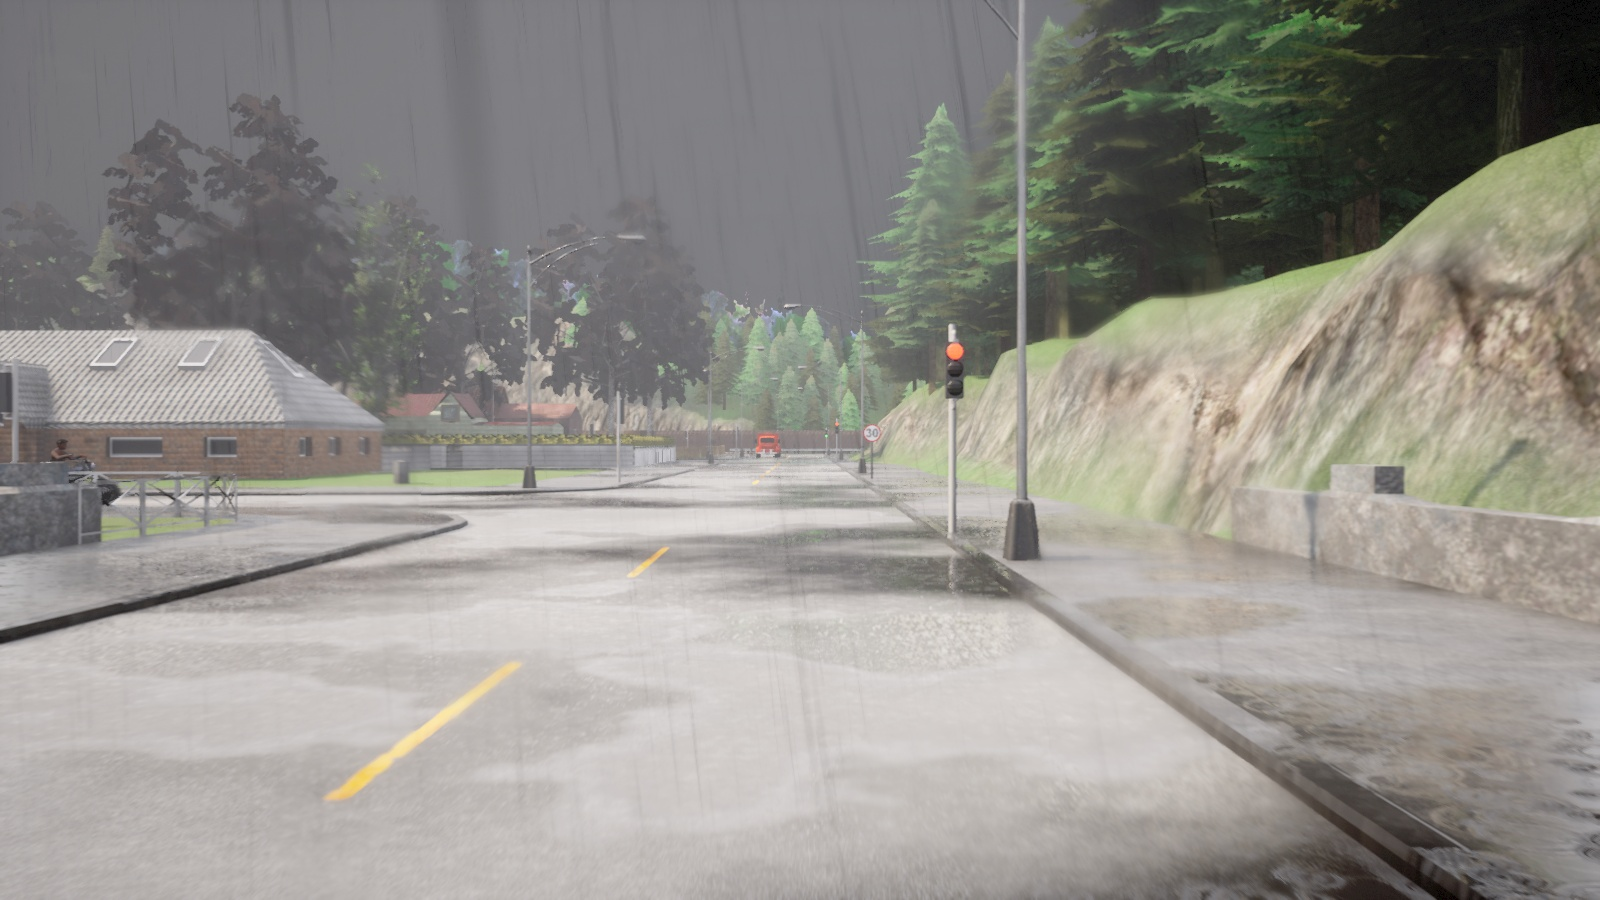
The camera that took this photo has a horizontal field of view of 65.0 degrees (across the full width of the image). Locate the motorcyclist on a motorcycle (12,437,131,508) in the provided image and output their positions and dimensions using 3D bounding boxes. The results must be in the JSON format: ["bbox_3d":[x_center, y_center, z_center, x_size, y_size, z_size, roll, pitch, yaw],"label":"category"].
[{"bbox_3d":[-17.097,0.517,29.499,2.350,1.649,0.766,0,0,0],"label":"motorcyclist on a motorcycle"}]
